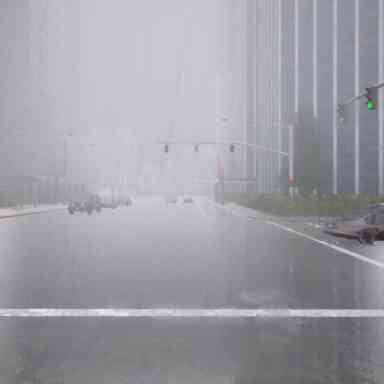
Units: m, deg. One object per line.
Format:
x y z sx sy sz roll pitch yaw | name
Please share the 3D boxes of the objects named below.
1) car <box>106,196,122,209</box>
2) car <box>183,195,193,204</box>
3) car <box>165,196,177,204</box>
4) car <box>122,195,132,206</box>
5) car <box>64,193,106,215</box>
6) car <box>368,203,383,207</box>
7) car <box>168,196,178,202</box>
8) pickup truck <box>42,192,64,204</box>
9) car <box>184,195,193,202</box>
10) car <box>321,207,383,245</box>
-11.170 1.564 44.372 1.994 1.385 4.181 0 0 -1 | car
-0.745 1.526 65.296 1.812 1.442 4.674 0 0 0 | car
-4.142 1.601 64.957 1.895 1.301 4.718 0 0 0 | car
-11.244 1.352 54.579 2.097 1.767 4.553 0 0 -1 | car
-11.086 1.221 34.843 2.150 2.045 5.566 0 0 -1 | car
12.633 1.505 22.033 4.892 1.490 1.837 0 0 0 | car
-4.326 1.540 75.217 2.033 1.411 5.357 0 0 0 | car
-24.323 1.059 59.995 2.390 2.098 6.274 0 0 30 | pickup truck
-0.830 1.387 75.547 1.882 1.535 5.008 0 0 0 | car
8.660 1.547 14.825 5.357 1.411 2.033 0 0 0 | car
